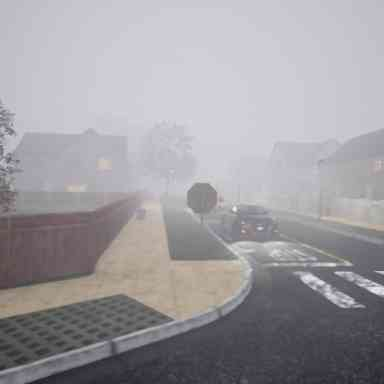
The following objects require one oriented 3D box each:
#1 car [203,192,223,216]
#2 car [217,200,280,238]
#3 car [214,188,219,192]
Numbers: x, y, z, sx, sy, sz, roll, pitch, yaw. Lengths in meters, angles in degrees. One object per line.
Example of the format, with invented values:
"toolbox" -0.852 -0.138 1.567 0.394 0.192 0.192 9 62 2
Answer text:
"car" 1.638 1.018 26.326 1.882 1.535 5.008 1 1 -6
"car" 2.681 1.312 15.996 1.994 1.385 4.181 1 1 -6
"car" 2.510 0.419 47.071 2.150 2.045 5.566 1 1 -6
